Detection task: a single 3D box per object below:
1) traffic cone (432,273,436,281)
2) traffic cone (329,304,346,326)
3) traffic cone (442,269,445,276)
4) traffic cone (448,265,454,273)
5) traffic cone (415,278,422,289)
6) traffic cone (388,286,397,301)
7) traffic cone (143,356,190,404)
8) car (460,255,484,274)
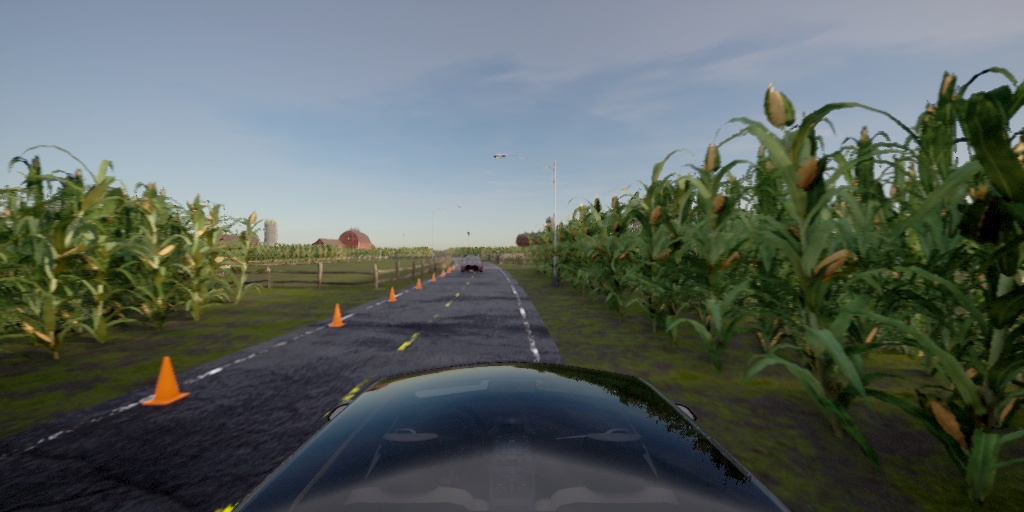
[{"bbox_3d":[-5.399,1.438,24.796,0.340,0.580,0.340,0,0,-3],"label":"traffic cone"},{"bbox_3d":[-4.817,1.613,9.894,0.340,0.580,0.340,0,0,-1],"label":"traffic cone"},{"bbox_3d":[-5.708,1.380,29.757,0.340,0.580,0.340,0,0,-4],"label":"traffic cone"},{"bbox_3d":[-6.074,1.323,34.715,0.340,0.580,0.340,0,0,-5],"label":"traffic cone"},{"bbox_3d":[-5.147,1.496,19.831,0.340,0.580,0.340,0,0,-3],"label":"traffic cone"},{"bbox_3d":[-4.953,1.555,14.863,0.340,0.580,0.340,0,0,-2],"label":"traffic cone"},{"bbox_3d":[-4.737,1.672,4.923,0.340,0.580,0.340,0,0,-1],"label":"traffic cone"},{"bbox_3d":[-3.811,0.722,34.465,2.097,1.767,4.553,0,1,-5],"label":"car"}]
